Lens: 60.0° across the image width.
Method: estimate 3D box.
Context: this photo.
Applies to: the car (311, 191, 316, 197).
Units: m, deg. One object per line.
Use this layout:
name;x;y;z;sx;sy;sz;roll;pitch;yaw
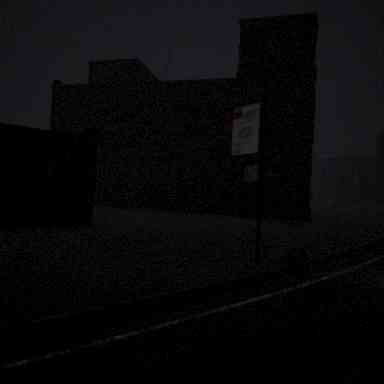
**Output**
car;20.325;0.071;60.001;2.128;1.511;4.902;4;2;-17
